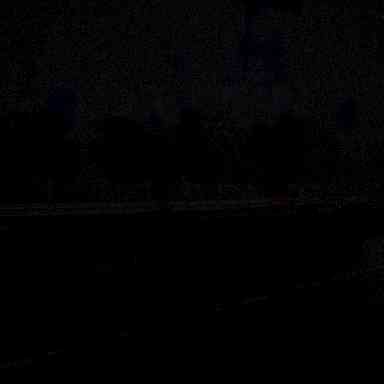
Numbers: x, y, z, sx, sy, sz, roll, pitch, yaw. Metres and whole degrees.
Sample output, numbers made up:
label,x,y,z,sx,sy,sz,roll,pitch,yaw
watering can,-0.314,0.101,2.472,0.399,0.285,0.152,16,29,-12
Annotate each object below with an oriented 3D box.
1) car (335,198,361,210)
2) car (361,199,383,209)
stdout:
label,x,y,z,sx,sy,sz,roll,pitch,yaw
car,18.604,1.398,38.829,4.674,1.442,1.812,-1,1,-36
car,20.643,1.435,35.985,4.181,1.385,1.994,-1,1,-36
